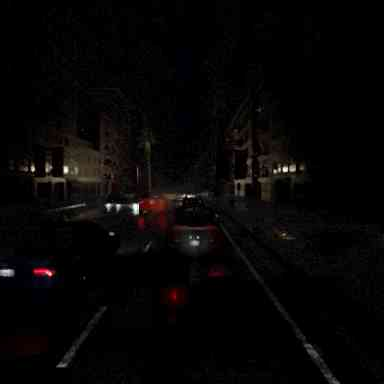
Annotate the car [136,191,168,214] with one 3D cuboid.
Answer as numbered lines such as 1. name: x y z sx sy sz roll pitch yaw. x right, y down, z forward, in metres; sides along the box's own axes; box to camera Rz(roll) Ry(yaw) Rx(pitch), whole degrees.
1. car: -3.164 0.821 28.388 2.097 1.767 4.553 0 1 0

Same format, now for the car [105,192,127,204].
1. car: -9.836 0.725 43.740 2.033 1.411 5.357 0 1 0

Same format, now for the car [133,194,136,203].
1. car: -6.584 0.660 44.230 2.128 1.511 4.902 0 1 0

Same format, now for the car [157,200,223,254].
1. car: 0.084 1.266 12.358 2.128 1.511 4.902 0 1 0

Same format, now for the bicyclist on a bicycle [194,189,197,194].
1. bicyclist on a bicycle: 0.895 0.095 76.435 0.582 1.620 1.656 0 1 0

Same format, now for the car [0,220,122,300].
1. car: -3.183 1.397 8.251 2.033 1.411 5.357 0 1 0

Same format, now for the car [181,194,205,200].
1. car: 0.091 0.945 29.319 2.128 1.511 4.902 0 1 0

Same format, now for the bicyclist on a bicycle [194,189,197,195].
1. bicyclist on a bicycle: 0.895 -0.031 85.436 0.582 1.620 1.656 0 1 0
